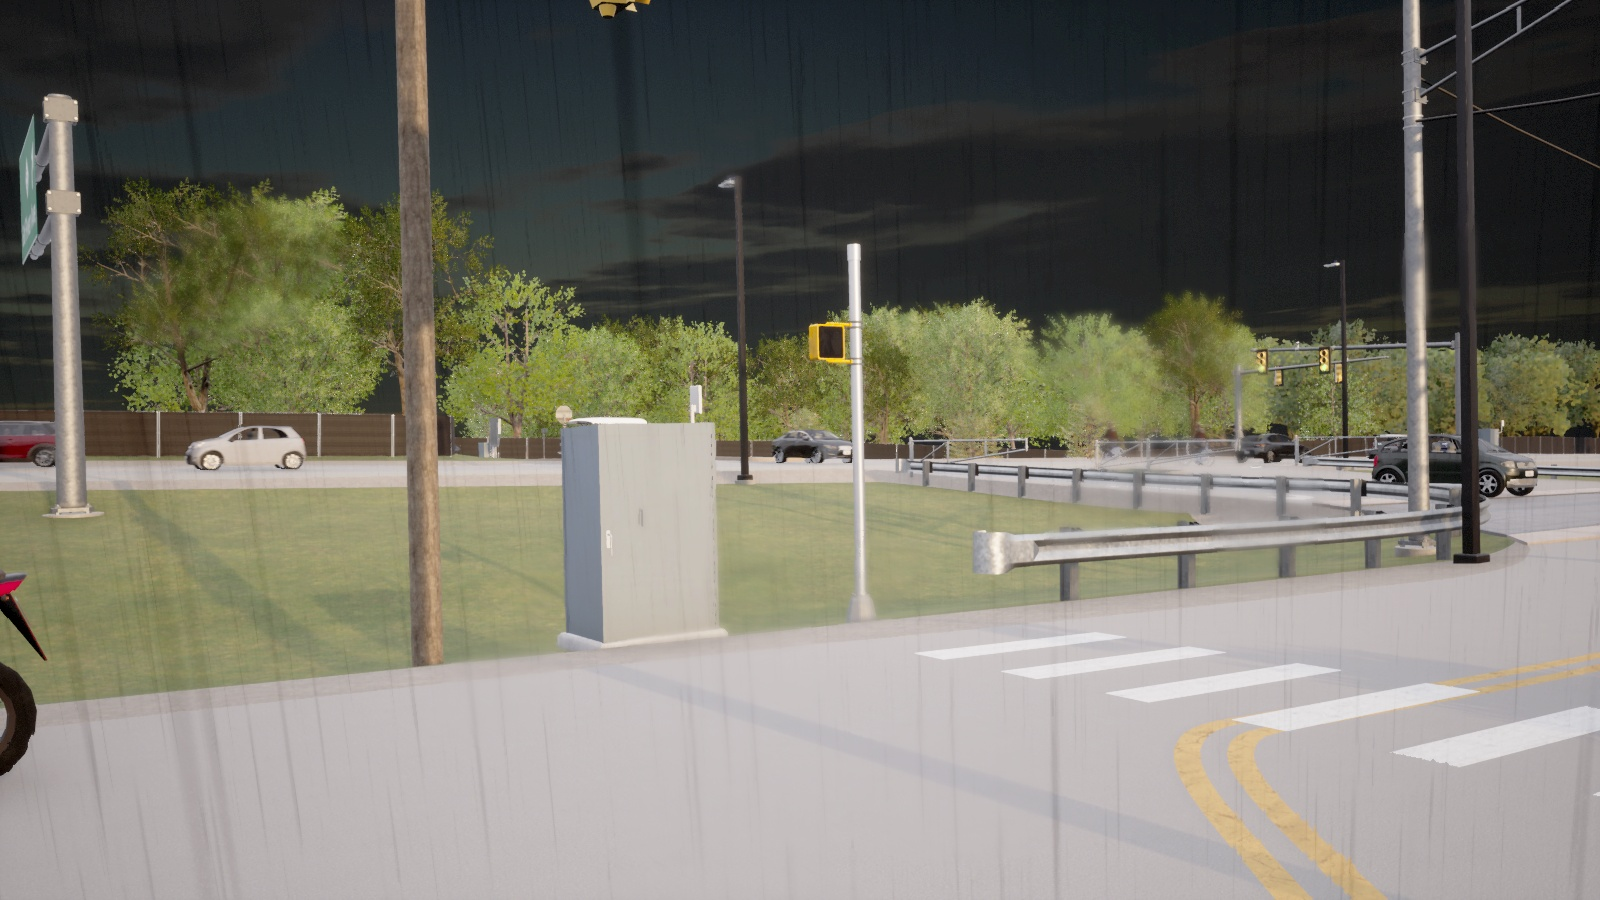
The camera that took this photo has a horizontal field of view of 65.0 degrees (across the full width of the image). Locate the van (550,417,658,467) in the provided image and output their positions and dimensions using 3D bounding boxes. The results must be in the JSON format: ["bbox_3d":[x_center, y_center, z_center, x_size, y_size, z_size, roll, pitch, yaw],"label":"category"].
[{"bbox_3d":[-8.366,-0.351,53.952,2.069,2.038,4.480,1,1,35],"label":"van"}]

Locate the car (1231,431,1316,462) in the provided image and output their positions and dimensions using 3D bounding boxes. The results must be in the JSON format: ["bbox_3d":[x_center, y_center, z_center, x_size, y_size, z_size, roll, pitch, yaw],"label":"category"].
[{"bbox_3d":[23.229,-0.177,61.559,4.193,1.474,1.816,0,0,-34],"label":"car"}]

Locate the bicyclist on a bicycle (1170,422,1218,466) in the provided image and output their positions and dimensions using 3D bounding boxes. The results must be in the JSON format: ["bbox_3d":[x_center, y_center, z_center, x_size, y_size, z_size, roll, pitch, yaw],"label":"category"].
[{"bbox_3d":[16.298,-0.265,51.968,0.659,1.776,1.843,0,2,-36],"label":"bicyclist on a bicycle"}]

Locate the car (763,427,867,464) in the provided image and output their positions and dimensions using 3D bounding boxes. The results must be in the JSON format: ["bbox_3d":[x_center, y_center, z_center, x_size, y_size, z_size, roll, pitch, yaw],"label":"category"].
[{"bbox_3d":[0.606,-0.186,54.784,2.128,1.511,4.902,0,0,-34],"label":"car"}]

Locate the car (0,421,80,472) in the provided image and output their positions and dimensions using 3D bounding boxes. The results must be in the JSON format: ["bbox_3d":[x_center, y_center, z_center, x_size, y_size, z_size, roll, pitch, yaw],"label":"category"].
[{"bbox_3d":[-28.497,-0.130,44.713,4.553,1.767,2.097,0,0,-15],"label":"car"}]

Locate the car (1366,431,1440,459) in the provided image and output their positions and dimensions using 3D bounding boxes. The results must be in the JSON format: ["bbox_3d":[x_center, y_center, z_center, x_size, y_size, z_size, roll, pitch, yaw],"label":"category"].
[{"bbox_3d":[32.638,-0.281,67.957,3.806,1.475,1.970,0,0,-34],"label":"car"}]

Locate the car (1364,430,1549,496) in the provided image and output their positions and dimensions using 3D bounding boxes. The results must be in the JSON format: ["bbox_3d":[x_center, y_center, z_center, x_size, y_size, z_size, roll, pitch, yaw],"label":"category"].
[{"bbox_3d":[16.435,0.310,31.579,1.789,1.549,3.705,-1,0,-34],"label":"car"}]

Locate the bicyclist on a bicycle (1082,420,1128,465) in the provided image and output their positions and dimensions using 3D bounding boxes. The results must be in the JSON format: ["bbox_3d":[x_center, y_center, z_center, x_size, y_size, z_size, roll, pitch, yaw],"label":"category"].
[{"bbox_3d":[12.459,-0.315,51.320,0.659,1.776,1.843,0,2,-36],"label":"bicyclist on a bicycle"}]

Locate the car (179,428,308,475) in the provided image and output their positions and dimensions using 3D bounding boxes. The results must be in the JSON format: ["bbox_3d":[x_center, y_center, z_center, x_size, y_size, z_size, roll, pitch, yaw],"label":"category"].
[{"bbox_3d":[-18.455,0.038,41.680,3.633,1.501,1.845,-1,0,-34],"label":"car"}]

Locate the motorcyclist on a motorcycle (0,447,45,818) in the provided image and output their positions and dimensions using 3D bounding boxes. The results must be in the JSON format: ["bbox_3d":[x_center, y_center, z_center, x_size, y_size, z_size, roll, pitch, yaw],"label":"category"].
[{"bbox_3d":[-4.219,0.750,4.985,2.044,1.523,0.797,0,0,-35],"label":"motorcyclist on a motorcycle"}]
